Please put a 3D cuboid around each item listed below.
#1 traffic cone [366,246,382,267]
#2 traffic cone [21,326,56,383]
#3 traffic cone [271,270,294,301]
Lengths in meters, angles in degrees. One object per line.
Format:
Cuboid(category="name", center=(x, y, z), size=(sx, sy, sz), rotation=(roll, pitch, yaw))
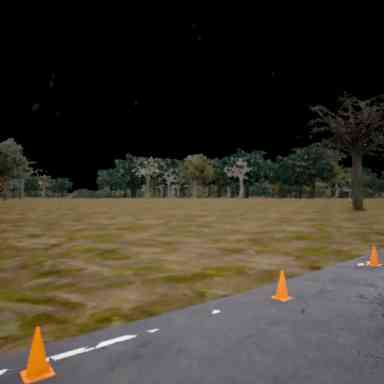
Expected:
Cuboid(category="traffic cone", center=(5.625, 1.963, 10.267), size=(0.340, 0.580, 0.340), rotation=(0, 0, -42))
Cuboid(category="traffic cone", center=(-1.917, 1.976, 4.145), size=(0.340, 0.580, 0.340), rotation=(0, 0, -36))
Cuboid(category="traffic cone", center=(1.934, 1.972, 7.108), size=(0.340, 0.580, 0.340), rotation=(0, 0, -39))
